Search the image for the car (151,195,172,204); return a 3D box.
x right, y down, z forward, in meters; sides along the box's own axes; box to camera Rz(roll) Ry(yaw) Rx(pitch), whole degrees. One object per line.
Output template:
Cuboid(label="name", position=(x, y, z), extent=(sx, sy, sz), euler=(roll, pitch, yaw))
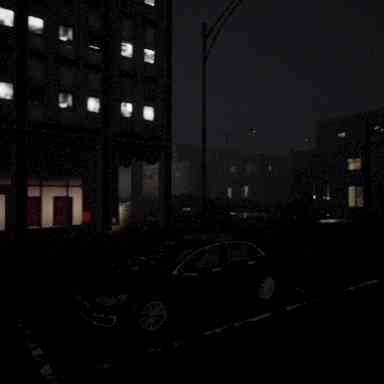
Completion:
Cuboid(label="car", position=(-5.618, 1.336, 60.815), extent=(1.752, 1.417, 4.829), euler=(1, 0, -35))

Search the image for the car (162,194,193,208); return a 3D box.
Cuboid(label="car", position=(-2.049, 1.187, 45.462), extent=(2.097, 1.767, 4.553), euler=(0, 0, -35))

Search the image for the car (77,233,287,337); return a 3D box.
Cuboid(label="car", position=(0.024, 1.551, 6.569), extent=(4.403, 1.369, 2.008), euler=(0, 0, -35))

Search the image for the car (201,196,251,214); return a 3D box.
Cuboid(label="car", position=(3.300, 1.426, 33.129), extent=(2.008, 1.369, 4.403), euler=(1, 0, -35))

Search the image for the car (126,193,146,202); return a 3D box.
Cuboid(label="car", position=(-11.808, 1.086, 69.790), extent=(2.192, 1.841, 5.009), euler=(1, 0, -35))

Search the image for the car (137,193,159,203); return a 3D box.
Cuboid(label="car", position=(-8.664, 1.106, 65.233), extent=(2.192, 1.841, 5.009), euler=(1, 0, -35))

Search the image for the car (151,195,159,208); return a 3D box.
Cuboid(label="car", position=(-2.988, 1.381, 42.245), extent=(2.008, 1.369, 4.403), euler=(1, 0, -35))

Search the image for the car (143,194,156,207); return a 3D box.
Cuboid(label="car", position=(-6.132, 1.352, 46.802), extent=(1.887, 1.381, 4.507), euler=(1, 0, -35))

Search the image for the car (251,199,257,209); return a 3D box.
Cuboid(label="car", position=(7.055, 1.480, 42.444), extent=(1.802, 1.307, 4.206), euler=(1, 0, -35))

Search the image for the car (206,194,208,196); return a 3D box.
Cuboid(label="car", position=(3.736, 1.355, 37.047), extent=(1.882, 1.535, 5.008), euler=(0, 0, -34))

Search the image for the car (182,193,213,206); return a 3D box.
Cuboid(label="car", position=(0.769, 1.168, 51.560), extent=(2.192, 1.841, 5.009), euler=(1, 0, -35))

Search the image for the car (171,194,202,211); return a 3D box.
Cuboid(label="car", position=(0.158, 1.167, 37.687), extent=(2.192, 1.841, 5.009), euler=(1, 0, -35))

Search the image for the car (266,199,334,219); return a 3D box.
Cuboid(label="car", position=(9.406, 1.467, 28.834), extent=(2.033, 1.411, 5.357), euler=(0, 0, -35))

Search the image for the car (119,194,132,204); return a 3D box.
Cuboid(label="car", position=(-12.325, 1.291, 55.778), extent=(1.752, 1.417, 4.829), euler=(1, 0, -35))

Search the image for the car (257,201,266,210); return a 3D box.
Cuboid(label="car", position=(10.103, 1.446, 38.026), extent=(1.752, 1.417, 4.829), euler=(1, 0, -35))
